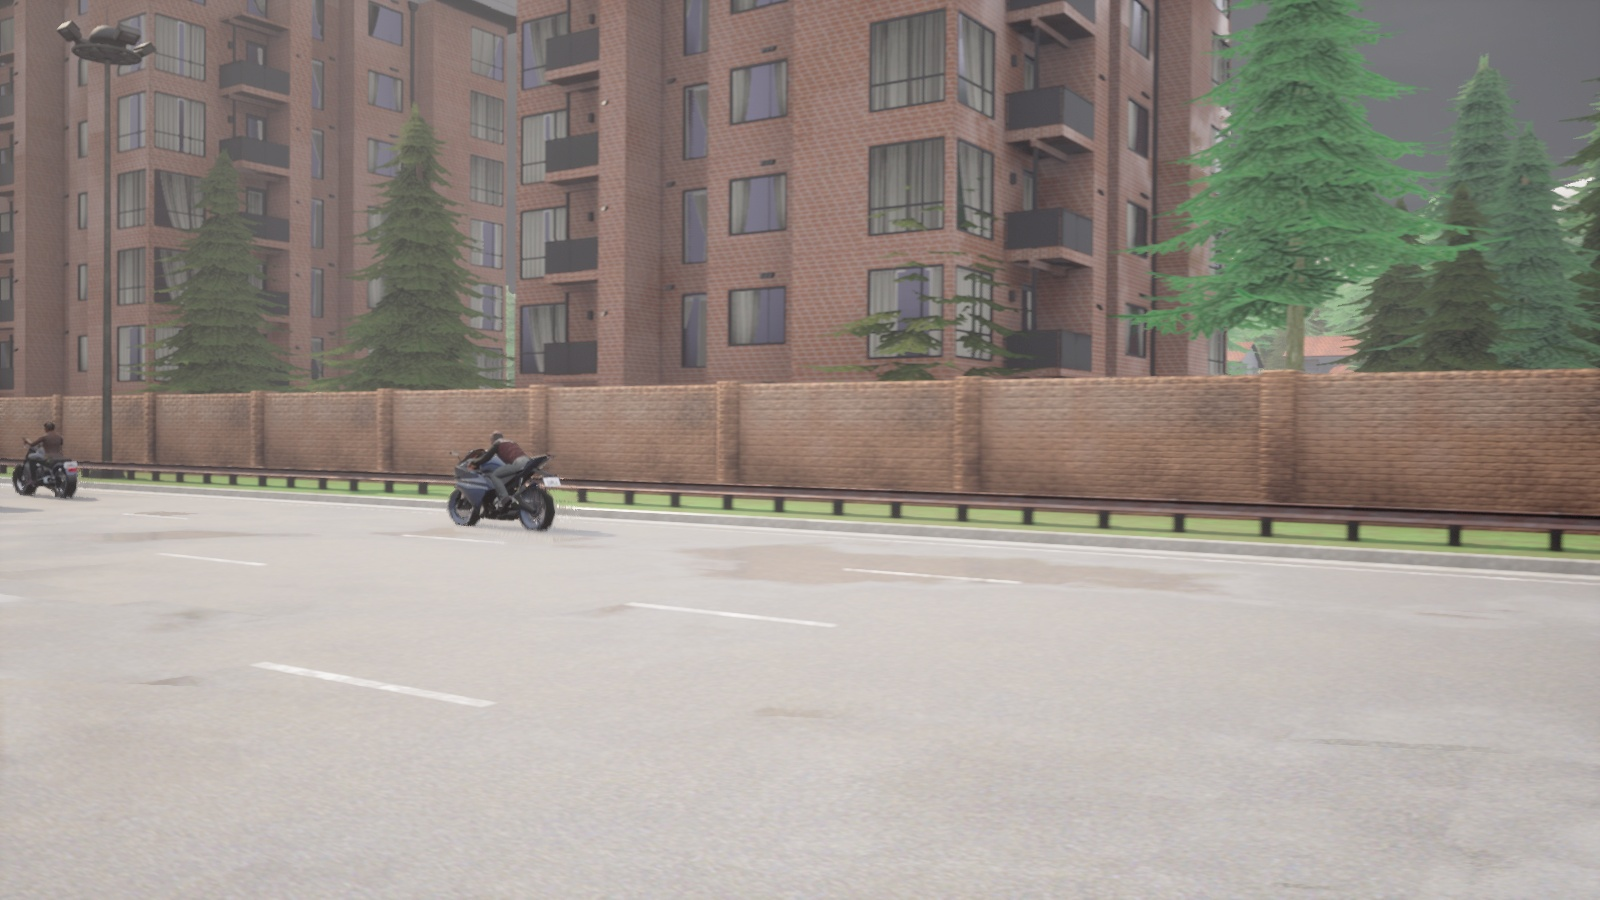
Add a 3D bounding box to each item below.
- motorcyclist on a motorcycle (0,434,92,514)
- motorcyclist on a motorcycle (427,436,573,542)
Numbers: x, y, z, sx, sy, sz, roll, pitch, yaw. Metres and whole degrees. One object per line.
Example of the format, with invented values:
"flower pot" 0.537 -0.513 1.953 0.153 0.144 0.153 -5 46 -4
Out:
"motorcyclist on a motorcycle" -16.056 0.492 26.657 2.350 1.649 0.766 0 1 33
"motorcyclist on a motorcycle" -4.588 0.562 19.145 2.191 1.530 0.866 0 1 33
